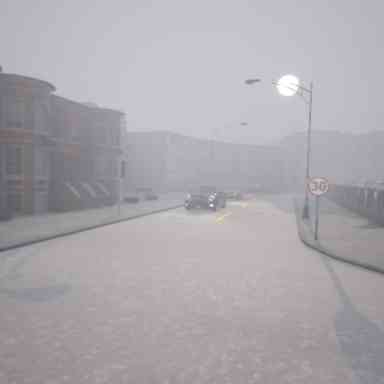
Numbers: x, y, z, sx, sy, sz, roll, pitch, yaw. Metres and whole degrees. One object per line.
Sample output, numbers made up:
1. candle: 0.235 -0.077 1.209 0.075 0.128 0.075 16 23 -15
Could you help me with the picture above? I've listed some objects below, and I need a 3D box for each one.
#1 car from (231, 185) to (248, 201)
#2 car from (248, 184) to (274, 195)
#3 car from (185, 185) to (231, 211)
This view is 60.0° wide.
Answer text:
1. car: 4.091 0.066 33.595 1.837 1.490 4.892 2 3 16
2. car: 9.786 -0.447 47.631 5.008 1.535 1.882 0 3 -42
3. car: 1.062 0.298 23.334 2.097 1.767 4.553 2 3 17
